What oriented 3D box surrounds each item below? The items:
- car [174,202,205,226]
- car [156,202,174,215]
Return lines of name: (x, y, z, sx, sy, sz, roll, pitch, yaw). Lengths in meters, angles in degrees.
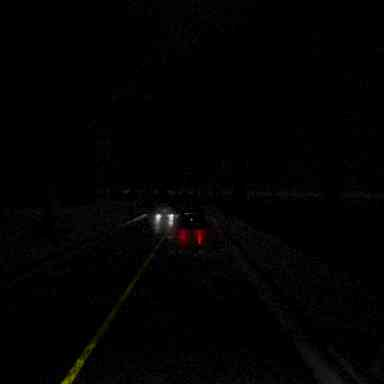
car: (-0.026, 1.763, 25.838, 2.128, 1.511, 4.902, 0, 0, 0)
car: (-3.111, 1.908, 39.768, 1.812, 1.442, 4.674, 0, -1, 0)
